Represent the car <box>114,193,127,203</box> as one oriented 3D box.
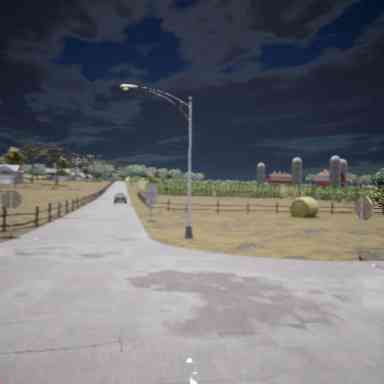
[{"bbox_3d":[-12.168,0.924,56.633,2.097,1.767,4.553,1,1,-12],"label":"car"}]
